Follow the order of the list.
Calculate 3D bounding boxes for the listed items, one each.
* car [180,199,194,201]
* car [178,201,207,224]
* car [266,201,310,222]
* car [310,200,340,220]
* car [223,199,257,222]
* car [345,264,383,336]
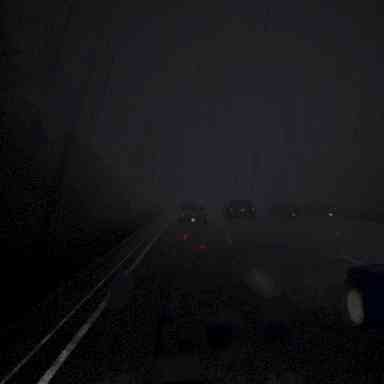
[{"bbox_3d":[-0.598,1.495,40.765,1.994,1.385,4.181,0,0,-5],"label":"car"},{"bbox_3d":[0.078,1.559,24.291,1.895,1.301,4.718,0,0,0],"label":"car"},{"bbox_3d":[7.074,1.432,25.571,1.882,1.535,5.008,0,0,0],"label":"car"},{"bbox_3d":[10.560,1.456,27.766,1.837,1.490,4.892,0,0,0],"label":"car"},{"bbox_3d":[3.573,1.307,25.611,2.097,1.767,4.553,0,0,0],"label":"car"},{"bbox_3d":[3.594,1.470,3.830,1.882,1.535,5.008,0,0,0],"label":"car"}]
